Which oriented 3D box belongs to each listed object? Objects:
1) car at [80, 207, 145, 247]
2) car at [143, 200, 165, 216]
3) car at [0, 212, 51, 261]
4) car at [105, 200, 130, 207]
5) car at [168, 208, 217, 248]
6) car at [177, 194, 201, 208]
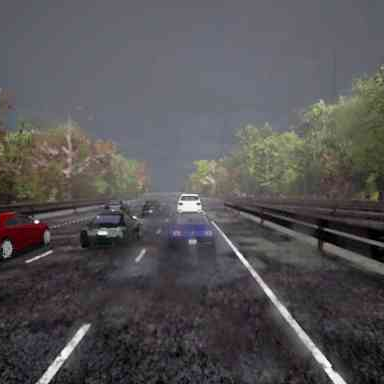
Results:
[{"bbox_3d":[-3.498,1.566,14.957,1.994,1.385,4.181,0,0,-1],"label":"car"},{"bbox_3d":[-3.794,1.518,32.868,1.837,1.490,4.892,0,0,-1],"label":"car"},{"bbox_3d":[-6.969,1.480,12.276,1.882,1.535,5.008,0,0,0],"label":"car"},{"bbox_3d":[-7.293,1.506,32.841,2.128,1.511,4.902,0,0,-1],"label":"car"},{"bbox_3d":[0.006,1.602,14.868,1.895,1.301,4.718,0,0,-1],"label":"car"},{"bbox_3d":[-0.271,1.232,31.989,2.150,2.045,5.566,0,0,-1],"label":"car"}]
